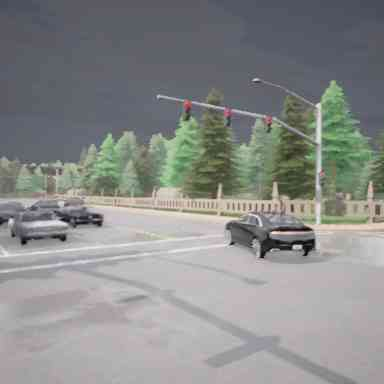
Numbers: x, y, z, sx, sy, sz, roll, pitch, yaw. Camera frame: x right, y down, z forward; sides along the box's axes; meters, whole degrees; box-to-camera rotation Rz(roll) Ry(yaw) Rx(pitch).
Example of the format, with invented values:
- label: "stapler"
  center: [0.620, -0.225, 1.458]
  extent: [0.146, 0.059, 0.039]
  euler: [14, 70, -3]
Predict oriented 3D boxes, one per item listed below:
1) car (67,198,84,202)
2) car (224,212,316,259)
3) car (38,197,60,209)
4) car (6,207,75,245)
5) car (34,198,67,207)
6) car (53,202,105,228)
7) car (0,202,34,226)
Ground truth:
- label: "car"
  center: [-16.746, 1.533, 47.419]
  extent: [1.994, 1.385, 4.181]
  euler: [0, 0, -35]
- label: "car"
  center: [2.712, 1.489, 12.636]
  extent: [2.128, 1.511, 4.902]
  euler: [0, 0, -13]
- label: "car"
  center: [-19.375, 1.493, 45.096]
  extent: [1.812, 1.442, 4.674]
  euler: [0, 0, -35]
- label: "car"
  center: [-7.328, 1.589, 15.778]
  extent: [1.895, 1.301, 4.718]
  euler: [0, 0, -35]
- label: "car"
  center: [-13.341, 1.525, 30.306]
  extent: [2.033, 1.411, 5.357]
  euler: [0, 0, -35]
- label: "car"
  center: [-7.409, 1.587, 21.927]
  extent: [1.895, 1.301, 4.718]
  euler: [0, 0, -35]
- label: "car"
  center: [-12.726, 1.485, 23.371]
  extent: [1.837, 1.490, 4.892]
  euler: [0, 0, -35]
